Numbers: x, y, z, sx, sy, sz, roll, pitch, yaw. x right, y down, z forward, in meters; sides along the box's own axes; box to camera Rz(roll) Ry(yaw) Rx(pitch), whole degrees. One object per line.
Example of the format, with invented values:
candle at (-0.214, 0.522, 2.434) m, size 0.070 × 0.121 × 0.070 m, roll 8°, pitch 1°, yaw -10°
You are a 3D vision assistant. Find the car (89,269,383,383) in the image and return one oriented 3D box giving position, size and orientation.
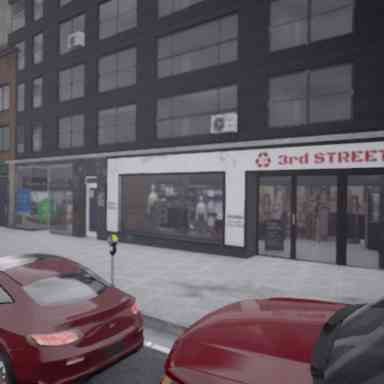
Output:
car at (2.032, 1.316, 1.640) m, size 5.009 × 1.841 × 2.192 m, roll 0°, pitch 1°, yaw 35°

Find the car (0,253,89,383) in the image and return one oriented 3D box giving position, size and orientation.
car at (-2.553, 1.573, 4.831) m, size 4.206 × 1.307 × 1.802 m, roll 0°, pitch 1°, yaw 35°
